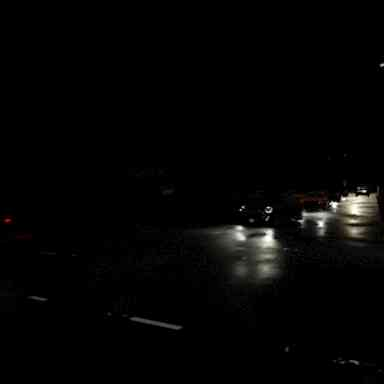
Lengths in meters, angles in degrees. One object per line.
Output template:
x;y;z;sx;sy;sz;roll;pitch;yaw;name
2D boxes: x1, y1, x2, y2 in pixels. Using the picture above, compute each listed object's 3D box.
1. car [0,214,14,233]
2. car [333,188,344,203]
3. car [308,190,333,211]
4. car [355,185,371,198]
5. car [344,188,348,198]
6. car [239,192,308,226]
-11.864;1.579;17.699;5.357;1.411;2.033;-1;2;29;car
16.125;0.485;38.584;1.994;1.385;4.181;0;1;28;car
10.490;0.700;28.208;1.882;1.535;5.008;0;1;28;car
25.774;0.043;50.230;2.128;1.511;4.902;0;1;29;car
22.633;0.132;50.484;2.033;1.411;5.357;0;1;29;car
4.573;0.856;19.066;2.097;1.767;4.553;0;2;41;car
